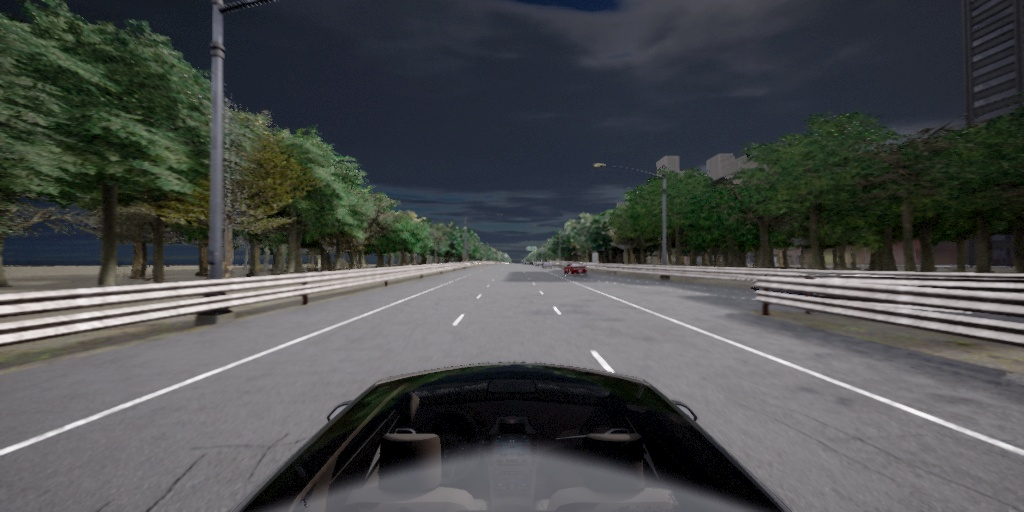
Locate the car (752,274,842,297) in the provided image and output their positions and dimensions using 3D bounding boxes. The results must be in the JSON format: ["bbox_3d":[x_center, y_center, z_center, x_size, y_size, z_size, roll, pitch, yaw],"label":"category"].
[{"bbox_3d":[14.238,1.501,17.095,1.895,1.301,4.718,0,-1,-20],"label":"car"}]

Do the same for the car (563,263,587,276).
[{"bbox_3d":[7.664,1.567,44.019,1.882,1.535,5.008,0,0,-6],"label":"car"}]
